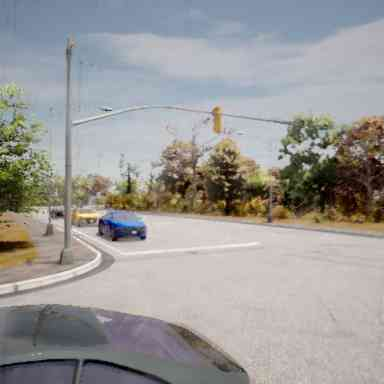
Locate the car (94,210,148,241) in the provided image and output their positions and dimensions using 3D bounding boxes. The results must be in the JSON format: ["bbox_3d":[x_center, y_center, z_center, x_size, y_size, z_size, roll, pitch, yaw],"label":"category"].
[{"bbox_3d":[-4.171,1.898,19.656,1.882,1.535,5.008,1,-1,-28],"label":"car"}]

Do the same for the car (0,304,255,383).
[{"bbox_3d":[-1.533,1.614,2.230,4.181,1.385,1.994,1,-1,-27],"label":"car"}]

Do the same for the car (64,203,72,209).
[{"bbox_3d":[-32.519,3.680,87.030,1.837,1.490,4.892,1,-2,-20],"label":"car"}]

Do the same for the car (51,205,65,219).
[{"bbox_3d":[-15.974,2.488,40.335,1.895,1.301,4.718,1,-2,-30],"label":"car"}]

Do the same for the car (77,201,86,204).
[{"bbox_3d":[-29.347,3.817,88.521,1.895,1.301,4.718,1,-2,-20],"label":"car"}]

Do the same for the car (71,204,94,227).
[{"bbox_3d":[-9.224,2.087,28.655,1.882,1.535,5.008,1,-1,-30],"label":"car"}]
